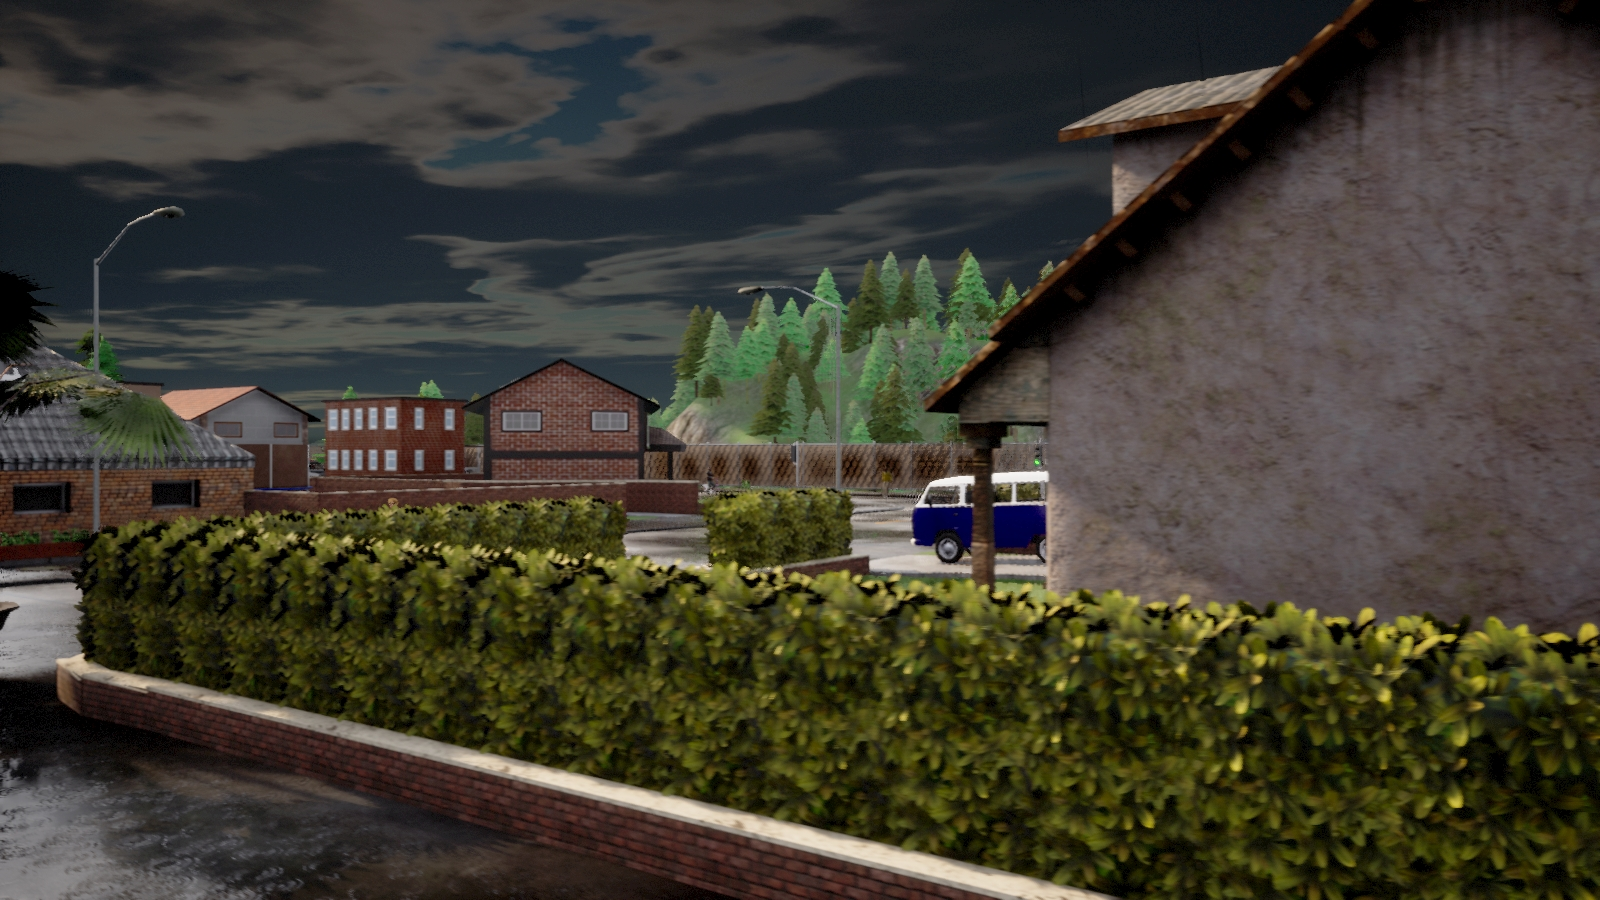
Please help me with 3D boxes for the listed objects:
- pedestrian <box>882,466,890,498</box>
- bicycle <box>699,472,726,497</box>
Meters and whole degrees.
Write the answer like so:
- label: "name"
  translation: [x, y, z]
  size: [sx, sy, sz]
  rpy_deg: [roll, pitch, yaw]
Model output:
- label: "pedestrian"
  translation: [4.969, 1.848, 66.199]
  size: [0.375, 1.860, 0.375]
  rpy_deg: [0, 0, 15]
- label: "bicycle"
  translation: [-5.239, 2.059, 68.549]
  size: [1.835, 1.471, 0.329]
  rpy_deg: [0, 0, 35]
